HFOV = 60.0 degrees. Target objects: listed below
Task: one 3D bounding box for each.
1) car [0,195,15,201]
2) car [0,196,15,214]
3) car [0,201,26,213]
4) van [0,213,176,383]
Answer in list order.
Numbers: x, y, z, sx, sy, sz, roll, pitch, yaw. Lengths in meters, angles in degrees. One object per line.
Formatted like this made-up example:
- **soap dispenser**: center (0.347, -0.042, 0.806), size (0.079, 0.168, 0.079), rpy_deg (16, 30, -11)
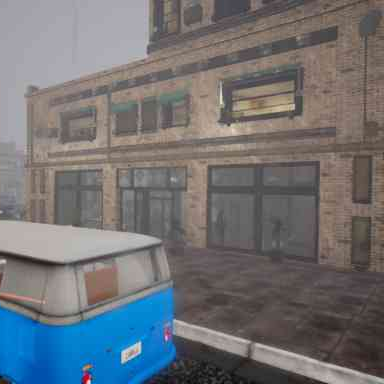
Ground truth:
- **car**: center (-20.506, 1.349, 33.244), size (2.150, 2.045, 5.566), rpy_deg (1, 0, 36)
- **car**: center (-22.045, 1.411, 35.538), size (2.192, 1.841, 5.009), rpy_deg (0, 0, 36)
- **car**: center (-15.283, 1.793, 30.593), size (1.947, 1.339, 4.313), rpy_deg (0, 0, 36)
- **van**: center (-2.102, 1.340, 4.348), size (3.998, 1.788, 1.690), rpy_deg (0, 1, 35)
